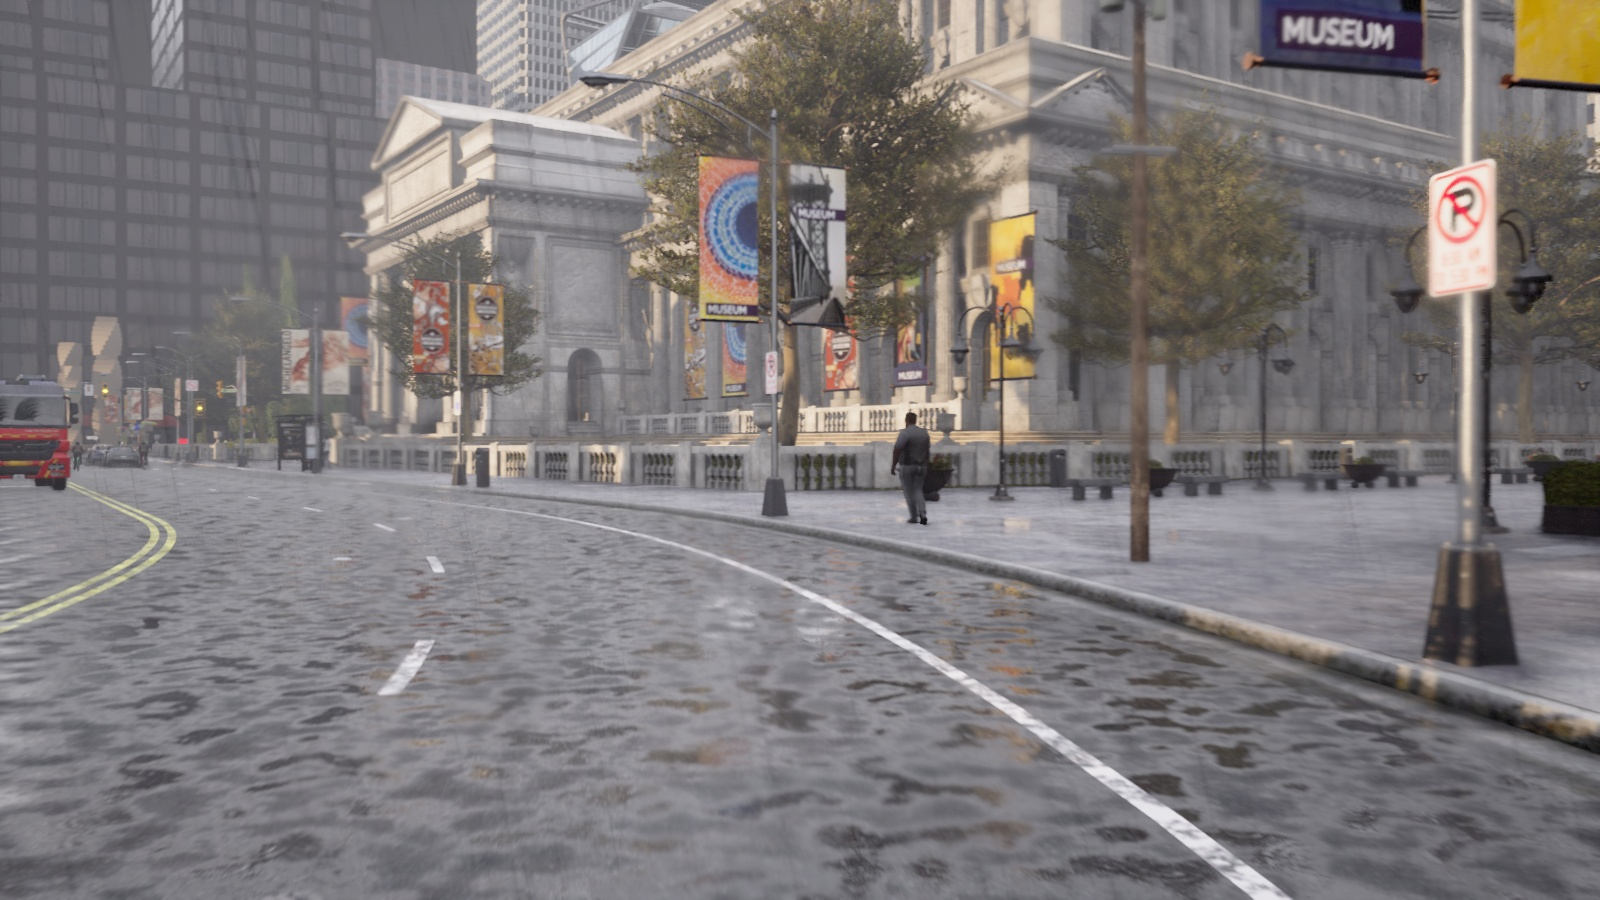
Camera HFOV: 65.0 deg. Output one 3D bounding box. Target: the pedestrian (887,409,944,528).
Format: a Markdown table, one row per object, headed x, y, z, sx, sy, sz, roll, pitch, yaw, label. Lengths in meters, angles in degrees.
| x | y | z | sx | sy | sz | roll | pitch | yaw | label |
| --- | --- | --- | --- | --- | --- | --- | --- | --- | --- |
| 1.867 | 0.288 | 20.319 | 0.563 | 1.883 | 0.849 | 0 | 0 | -26 | pedestrian |

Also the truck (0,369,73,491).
| x | y | z | sx | sy | sz | roll | pitch | yaw | label |
| --- | --- | --- | --- | --- | --- | --- | --- | --- | --- |
| -27.020 | -0.660 | 43.352 | 2.891 | 3.827 | 8.468 | 0 | 0 | -33 | truck |

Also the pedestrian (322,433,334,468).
| x | y | z | sx | sy | sz | roll | pitch | yaw | label |
| --- | --- | --- | --- | --- | --- | --- | --- | --- | --- |
| -25.113 | 0.028 | 66.867 | 0.354 | 1.836 | 0.706 | 0 | 0 | -42 | pedestrian |

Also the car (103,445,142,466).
| x | y | z | sx | sy | sz | roll | pitch | yaw | label |
| --- | --- | --- | --- | --- | --- | --- | --- | --- | --- |
| -46.049 | 0.333 | 85.368 | 1.994 | 1.385 | 4.181 | 0 | 0 | -33 | car |
